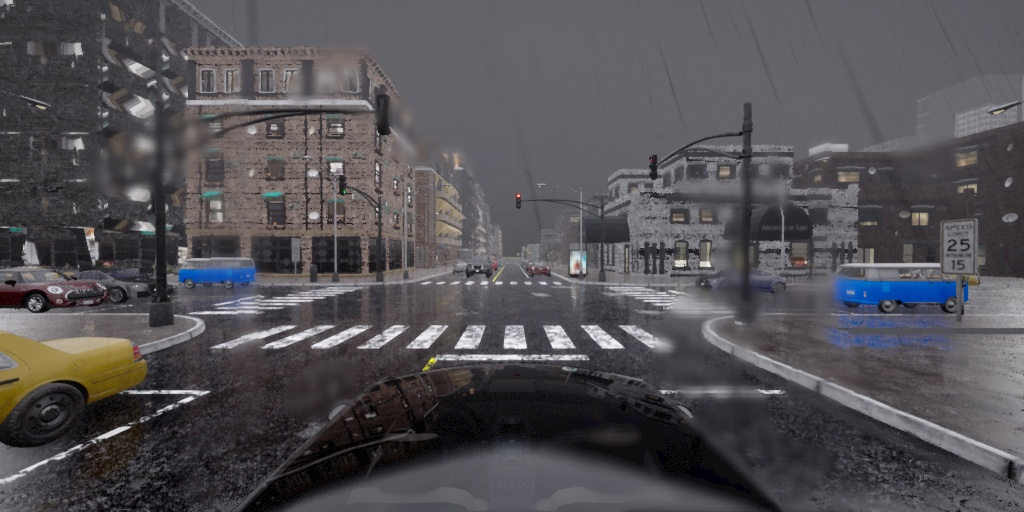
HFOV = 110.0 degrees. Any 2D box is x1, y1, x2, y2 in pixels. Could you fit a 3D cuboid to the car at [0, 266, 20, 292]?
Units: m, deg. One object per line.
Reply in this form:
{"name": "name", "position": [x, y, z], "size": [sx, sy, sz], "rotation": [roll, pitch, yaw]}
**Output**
{"name": "car", "position": [-29.558, 1.256, 18.997], "size": [4.181, 1.385, 1.994], "rotation": [0, 0, 0]}

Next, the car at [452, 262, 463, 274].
{"name": "car", "position": [-5.698, 1.311, 40.937], "size": [2.007, 1.370, 4.403], "rotation": [0, 0, 0]}

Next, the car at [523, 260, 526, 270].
{"name": "car", "position": [2.682, 1.347, 46.647], "size": [1.802, 1.307, 4.207], "rotation": [0, 0, 0]}

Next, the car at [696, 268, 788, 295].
{"name": "car", "position": [12.309, 1.331, 19.322], "size": [4.181, 1.385, 1.994], "rotation": [0, 0, 0]}

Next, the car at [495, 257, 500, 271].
{"name": "car", "position": [-3.107, 0.989, 49.370], "size": [2.150, 2.045, 5.566], "rotation": [0, 0, 0]}

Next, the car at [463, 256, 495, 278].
{"name": "car", "position": [-3.100, 0.977, 34.763], "size": [2.150, 2.045, 5.566], "rotation": [0, 0, 0]}

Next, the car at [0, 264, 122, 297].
{"name": "car", "position": [-17.724, 1.190, 13.309], "size": [4.097, 1.591, 1.967], "rotation": [0, 0, 0]}

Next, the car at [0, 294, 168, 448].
{"name": "car", "position": [-5.692, 1.275, 2.615], "size": [1.751, 1.417, 4.829], "rotation": [0, 0, 0]}

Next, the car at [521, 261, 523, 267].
{"name": "car", "position": [2.681, 1.321, 52.344], "size": [2.007, 1.370, 4.403], "rotation": [0, 0, 0]}

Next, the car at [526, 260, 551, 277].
{"name": "car", "position": [2.684, 1.195, 35.254], "size": [1.967, 1.591, 4.097], "rotation": [0, 0, 0]}

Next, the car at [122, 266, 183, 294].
{"name": "car", "position": [-17.736, 1.295, 15.892], "size": [4.181, 1.385, 1.994], "rotation": [0, 0, 0]}

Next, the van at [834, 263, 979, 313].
{"name": "van", "position": [14.653, 1.156, 13.555], "size": [3.998, 1.789, 1.690], "rotation": [0, 0, 0]}

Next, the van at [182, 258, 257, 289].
{"name": "van", "position": [-17.769, 1.030, 21.689], "size": [3.998, 1.789, 1.690], "rotation": [0, 0, 0]}
